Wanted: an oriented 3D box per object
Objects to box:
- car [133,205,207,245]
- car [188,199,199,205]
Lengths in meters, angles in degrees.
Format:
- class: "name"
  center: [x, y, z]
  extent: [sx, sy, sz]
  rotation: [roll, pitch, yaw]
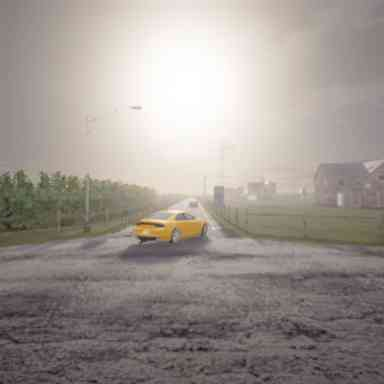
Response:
- class: "car"
  center: [-0.900, 1.659, 16.877]
  extent: [1.882, 1.535, 5.008]
  rotation: [1, 0, 28]
- class: "car"
  center: [0.302, 2.249, 67.351]
  extent: [2.128, 1.511, 4.902]
  rotation: [0, -1, 0]
